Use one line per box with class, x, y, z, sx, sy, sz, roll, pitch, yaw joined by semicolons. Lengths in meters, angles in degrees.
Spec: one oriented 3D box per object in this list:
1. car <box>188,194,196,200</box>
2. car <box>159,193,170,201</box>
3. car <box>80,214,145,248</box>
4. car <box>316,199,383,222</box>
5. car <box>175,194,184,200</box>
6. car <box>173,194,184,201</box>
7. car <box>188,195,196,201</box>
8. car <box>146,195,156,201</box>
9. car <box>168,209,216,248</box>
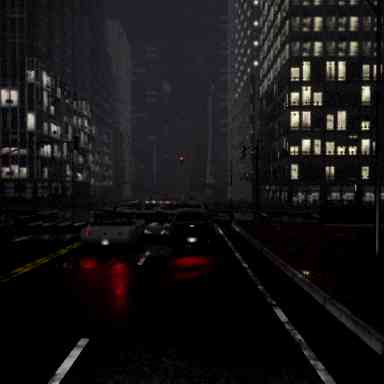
car;0.001;1.338;89.031;1.895;1.301;4.718;0;0;0
car;-6.500;1.146;79.616;2.150;2.045;5.566;0;0;0
car;-3.250;1.608;14.682;1.895;1.301;4.718;0;0;0
car;12.951;1.519;27.794;5.009;1.841;2.192;1;0;1
car;-3.249;1.268;89.002;2.128;1.511;4.902;0;0;0
car;-3.249;1.412;75.281;1.895;1.301;4.718;0;0;0
car;0.001;1.357;75.250;2.033;1.411;5.357;0;0;0
car;-9.750;1.398;79.647;1.882;1.535;5.008;0;0;0
car;0.000;1.508;14.652;1.837;1.490;4.892;0;0;0
